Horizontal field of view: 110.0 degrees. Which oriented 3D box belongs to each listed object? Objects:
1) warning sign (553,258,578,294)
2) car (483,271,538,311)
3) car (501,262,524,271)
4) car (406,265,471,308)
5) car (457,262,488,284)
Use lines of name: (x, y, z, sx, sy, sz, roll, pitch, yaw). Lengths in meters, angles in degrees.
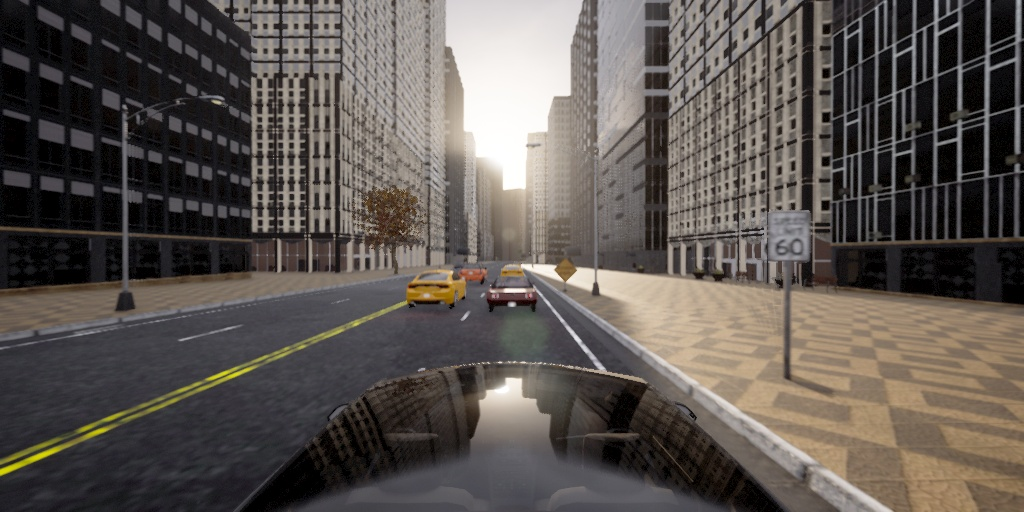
warning sign: (2.853, 1.036, 19.297, 1.300, 1.860, 1.060, 0, 0, 0)
car: (0.022, 1.481, 15.086, 1.895, 1.301, 4.718, 0, -1, 0)
car: (0.036, 1.513, 31.073, 1.882, 1.535, 5.008, 0, 0, 1)
car: (-3.216, 1.367, 16.088, 1.882, 1.535, 5.008, 0, 0, 1)
car: (-3.221, 1.379, 30.258, 2.097, 1.767, 4.553, 0, -1, 1)
